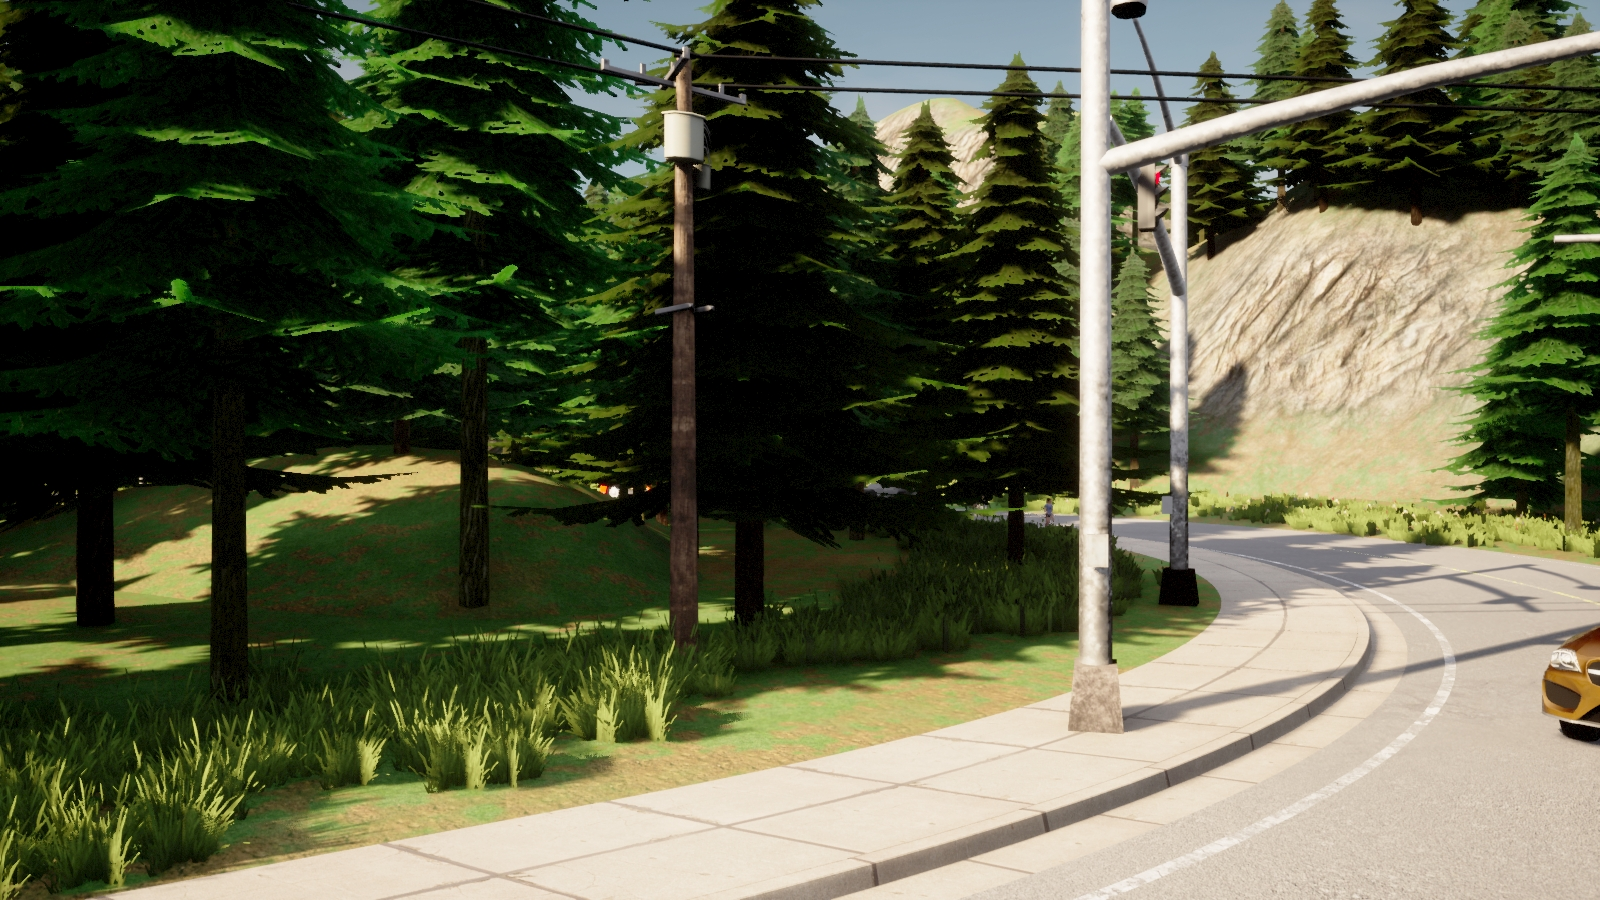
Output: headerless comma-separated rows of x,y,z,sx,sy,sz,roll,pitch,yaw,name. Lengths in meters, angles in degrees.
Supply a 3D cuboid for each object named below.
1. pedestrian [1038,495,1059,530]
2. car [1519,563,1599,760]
8.162,2.049,37.528,0.500,1.100,0.500,0,0,-23,pedestrian
9.577,1.970,11.147,5.027,1.651,2.152,0,0,-29,car
